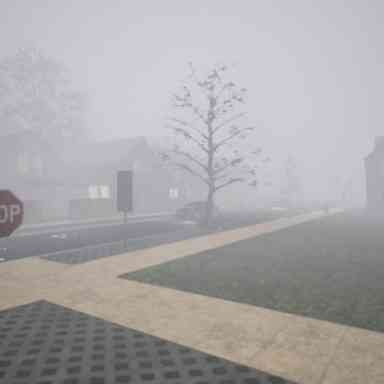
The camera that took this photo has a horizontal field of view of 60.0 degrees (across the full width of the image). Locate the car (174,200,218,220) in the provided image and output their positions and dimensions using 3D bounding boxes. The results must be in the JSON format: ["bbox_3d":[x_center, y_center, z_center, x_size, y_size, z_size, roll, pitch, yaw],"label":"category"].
[{"bbox_3d":[0.451,1.476,28.188,1.837,1.490,4.892,0,0,34],"label":"car"}]

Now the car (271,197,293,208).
[{"bbox_3d":[12.582,1.430,46.180,1.994,1.385,4.181,0,0,34],"label":"car"}]
